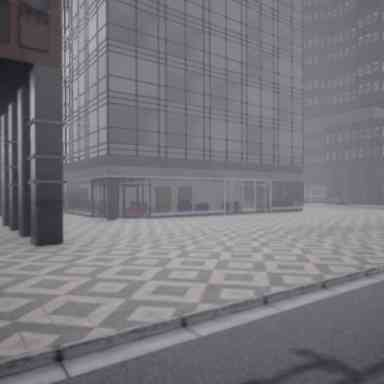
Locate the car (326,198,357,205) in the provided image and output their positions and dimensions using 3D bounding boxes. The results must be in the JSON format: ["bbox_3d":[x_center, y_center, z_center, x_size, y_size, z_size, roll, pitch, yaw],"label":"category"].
[{"bbox_3d":[22.782,1.592,50.885,1.812,1.442,4.674,0,0,-35],"label":"car"}]
